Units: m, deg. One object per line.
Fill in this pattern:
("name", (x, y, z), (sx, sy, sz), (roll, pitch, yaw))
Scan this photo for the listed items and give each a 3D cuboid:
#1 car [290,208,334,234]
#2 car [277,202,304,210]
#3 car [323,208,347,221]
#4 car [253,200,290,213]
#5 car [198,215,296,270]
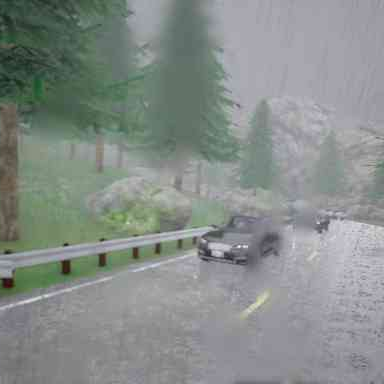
("car", (8.584, 2.107, 23.750), (1.895, 1.301, 4.718), (4, 0, 29))
("car", (12.511, 2.221, 40.522), (1.882, 1.535, 5.008), (4, 0, -15))
("car", (16.161, 2.570, 39.213), (1.895, 1.301, 4.718), (4, 0, -6))
("car", (11.688, 2.091, 49.282), (1.882, 1.535, 5.008), (4, 0, -40))
("car", (1.923, 1.585, 11.716), (2.128, 1.511, 4.902), (4, 0, 28))
